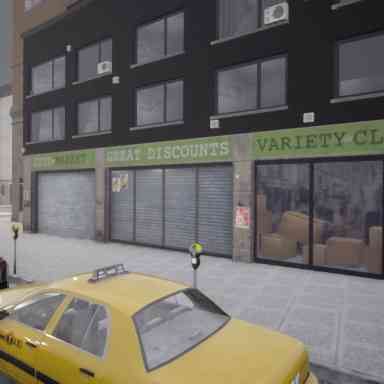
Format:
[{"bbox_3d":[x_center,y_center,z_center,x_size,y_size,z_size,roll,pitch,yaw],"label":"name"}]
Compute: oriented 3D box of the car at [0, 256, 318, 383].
[{"bbox_3d":[-1.140,1.525,3.894,4.829,1.417,1.752,0,1,35],"label":"car"}]
